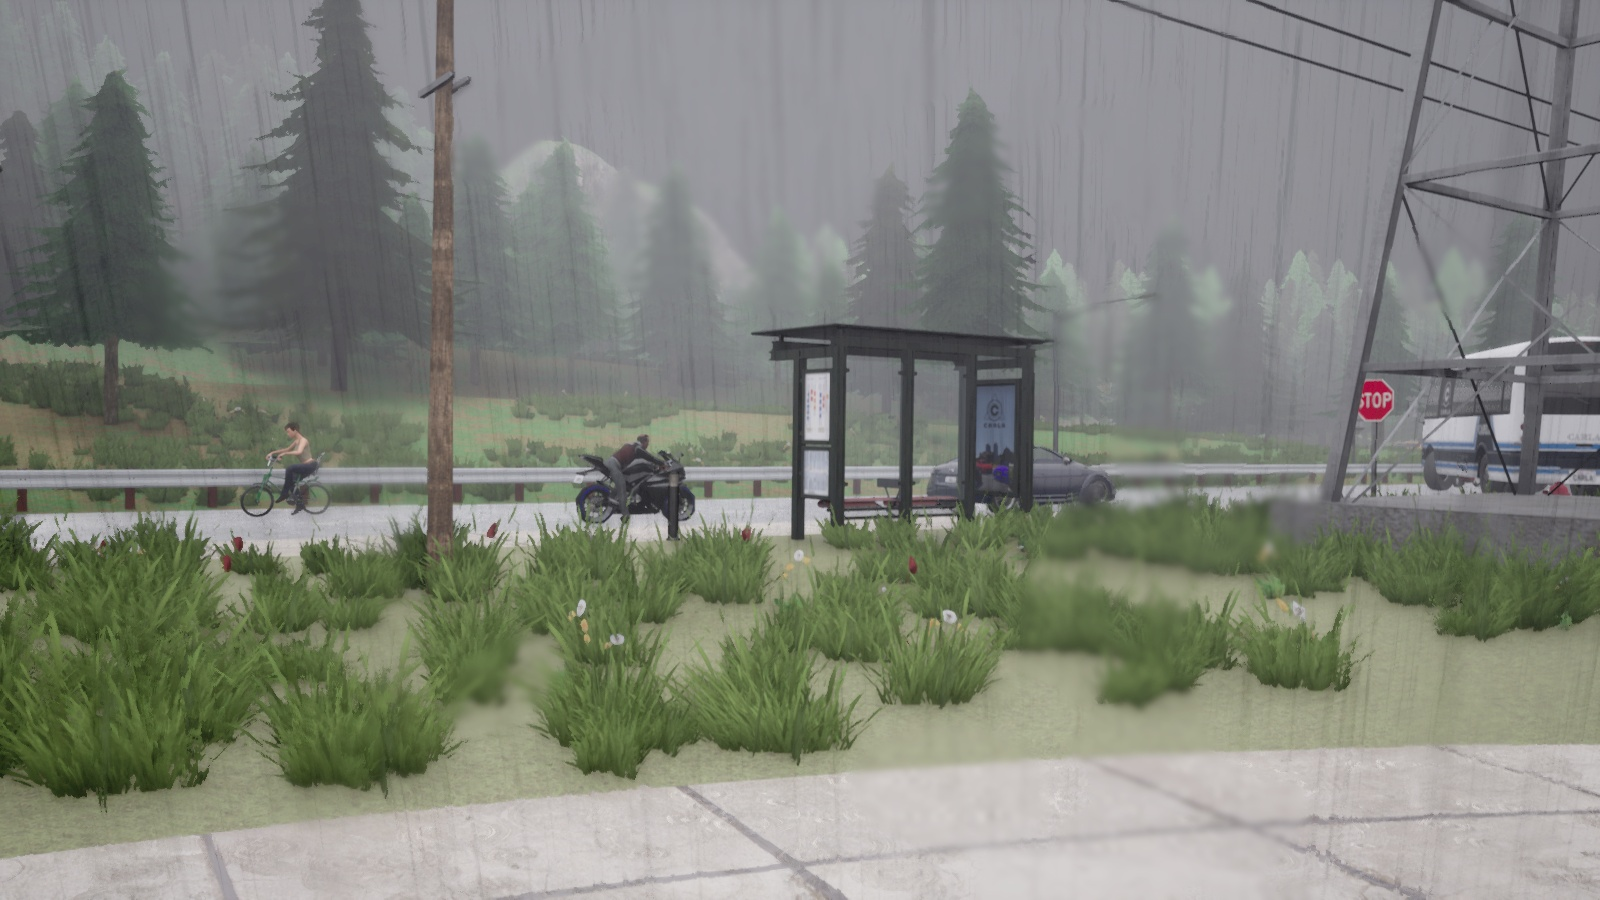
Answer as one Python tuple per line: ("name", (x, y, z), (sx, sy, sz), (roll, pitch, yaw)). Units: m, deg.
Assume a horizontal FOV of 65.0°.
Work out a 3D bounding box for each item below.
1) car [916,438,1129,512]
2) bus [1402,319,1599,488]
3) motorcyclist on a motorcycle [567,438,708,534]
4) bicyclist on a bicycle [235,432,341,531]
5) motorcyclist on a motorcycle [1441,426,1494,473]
("car", (4.696, 0.465, 26.327), (4.181, 1.385, 1.994), (-1, 1, -34))
("bus", (20.876, -1.245, 36.628), (3.944, 4.253, 10.273), (0, 1, 14))
("motorcyclist on a motorcycle", (-2.728, 0.565, 21.209), (2.191, 1.530, 0.866), (-1, 1, -35))
("bicyclist on a bicycle", (-8.695, 0.512, 21.339), (1.509, 1.612, 0.866), (-1, 1, -34))
("motorcyclist on a motorcycle", (22.957, -0.022, 43.164), (1.817, 1.590, 0.866), (-1, 1, -35))
